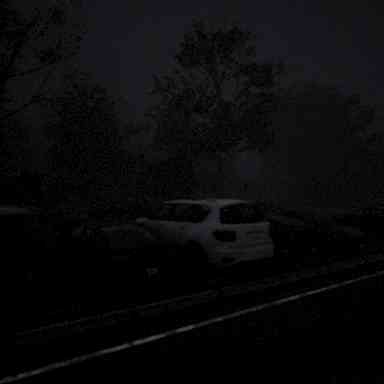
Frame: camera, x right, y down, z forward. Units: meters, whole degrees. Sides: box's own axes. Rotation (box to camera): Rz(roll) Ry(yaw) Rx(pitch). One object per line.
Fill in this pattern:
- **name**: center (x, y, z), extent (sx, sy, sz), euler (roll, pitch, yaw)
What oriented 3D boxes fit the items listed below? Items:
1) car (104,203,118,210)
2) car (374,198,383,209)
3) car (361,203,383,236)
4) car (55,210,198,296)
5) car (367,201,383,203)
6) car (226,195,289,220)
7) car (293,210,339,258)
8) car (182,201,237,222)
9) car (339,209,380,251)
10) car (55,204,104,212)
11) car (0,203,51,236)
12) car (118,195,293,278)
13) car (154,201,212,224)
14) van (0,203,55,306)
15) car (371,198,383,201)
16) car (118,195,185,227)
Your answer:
- **car**: center (-5.402, 1.512, 22.681), extent (2.163, 1.488, 4.792), euler (0, 0, -35)
- **car**: center (28.775, 1.652, 46.748), extent (1.946, 1.575, 5.366), euler (0, 0, -35)
- **car**: center (9.178, 1.502, 16.963), extent (2.097, 1.535, 5.008), euler (0, 0, -35)
- **car**: center (-2.240, 1.472, 8.834), extent (2.097, 1.535, 5.008), euler (0, 0, -35)
- **car**: center (11.349, 1.511, 18.742), extent (1.946, 1.575, 5.366), euler (0, 0, -35)
- **car**: center (5.874, 1.277, 30.638), extent (2.435, 2.045, 5.566), euler (0, 0, -35)
- **car**: center (2.330, 1.481, 12.089), extent (2.231, 1.521, 4.892), euler (0, 0, -35)
- **car**: center (1.321, 1.544, 27.428), extent (2.002, 1.452, 4.674), euler (0, 0, -35)
- **car**: center (4.624, 1.515, 13.691), extent (2.163, 1.488, 4.792), euler (0, 0, -35)
- **car**: center (-7.637, 1.509, 21.018), extent (2.163, 1.488, 4.792), euler (0, 0, -35)
- **car**: center (-9.920, 1.475, 19.422), extent (2.097, 1.535, 5.008), euler (0, 0, -35)
- **car**: center (0.025, 1.225, 10.488), extent (2.435, 2.045, 5.566), euler (0, 0, -35)
- **car**: center (-0.845, 1.496, 25.883), extent (2.097, 1.535, 5.008), euler (0, 0, -35)
- **van**: center (-4.595, 1.243, 7.308), extent (1.878, 1.987, 4.442), euler (0, 0, -35)
- **car**: center (26.402, 1.644, 45.293), extent (2.231, 1.521, 4.892), euler (0, 0, -35)
- **car**: center (-3.101, 1.237, 24.249), extent (2.435, 2.045, 5.566), euler (0, 0, -35)
